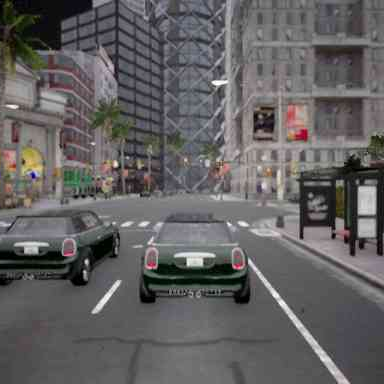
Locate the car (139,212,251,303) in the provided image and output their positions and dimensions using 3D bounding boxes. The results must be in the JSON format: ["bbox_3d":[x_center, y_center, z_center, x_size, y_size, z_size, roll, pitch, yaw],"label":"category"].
[{"bbox_3d":[0.066,1.249,8.097,2.097,1.767,4.553,0,1,0],"label":"car"}]

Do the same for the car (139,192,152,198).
[{"bbox_3d":[-10.480,0.672,74.022,1.895,1.301,4.718,0,1,0],"label":"car"}]

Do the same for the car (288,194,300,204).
[{"bbox_3d":[15.938,0.764,47.097,4.553,1.767,2.097,0,1,0],"label":"car"}]

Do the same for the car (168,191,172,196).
[{"bbox_3d":[-6.452,0.419,88.628,1.812,1.442,4.674,0,1,7],"label":"car"}]

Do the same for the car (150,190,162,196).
[{"bbox_3d":[-9.806,0.233,89.986,2.097,1.767,4.553,0,1,10],"label":"car"}]

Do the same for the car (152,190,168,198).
[{"bbox_3d":[-6.980,0.613,73.098,2.128,1.511,4.902,0,1,0],"label":"car"}]

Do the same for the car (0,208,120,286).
[{"bbox_3d":[-3.427,1.235,9.240,2.097,1.767,4.553,0,1,0],"label":"car"}]
